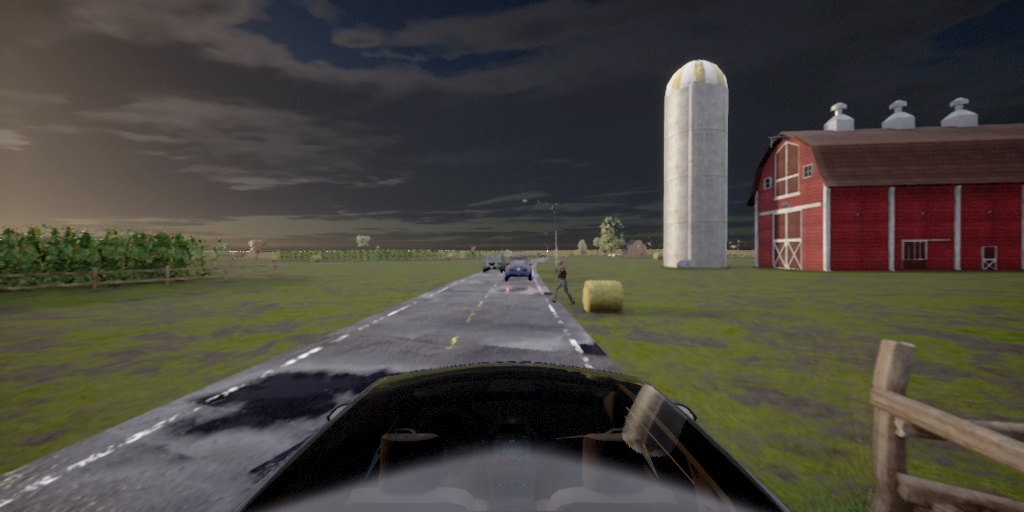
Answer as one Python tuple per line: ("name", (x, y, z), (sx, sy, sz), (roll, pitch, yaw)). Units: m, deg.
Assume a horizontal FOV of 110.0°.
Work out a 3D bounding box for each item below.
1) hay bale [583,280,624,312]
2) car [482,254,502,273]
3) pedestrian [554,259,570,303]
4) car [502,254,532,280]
("hay bale", (3.206, 1.356, 12.744), (1.220, 1.180, 1.240), (0, 0, 1))
("car", (-1.924, 0.786, 39.299), (2.150, 2.045, 5.566), (0, 0, 3))
("pedestrian", (1.955, 0.987, 13.980), (0.375, 1.860, 0.375), (0, 1, -2))
("car", (0.568, 0.971, 29.041), (2.097, 1.767, 4.553), (0, 0, 2))
